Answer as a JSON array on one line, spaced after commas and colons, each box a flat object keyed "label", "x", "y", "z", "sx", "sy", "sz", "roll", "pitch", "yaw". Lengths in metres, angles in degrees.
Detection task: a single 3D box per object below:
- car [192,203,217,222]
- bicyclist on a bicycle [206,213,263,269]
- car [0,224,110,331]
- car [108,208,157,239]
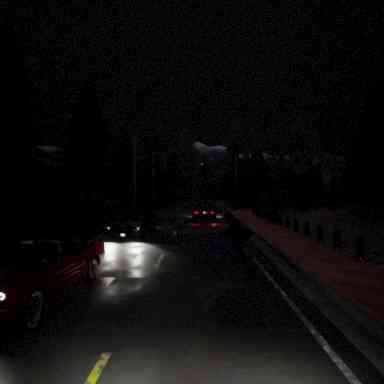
[{"label": "car", "x": 0.975, "y": 1.539, "z": 26.318, "sx": 2.033, "sy": 1.411, "sz": 5.357, "roll": 0, "pitch": 0, "yaw": 2}, {"label": "bicyclist on a bicycle", "x": 1.222, "y": 1.431, "z": 9.649, "sx": 1.656, "sy": 1.620, "sz": 0.582, "roll": 0, "pitch": 0, "yaw": 2}, {"label": "car", "x": -3.404, "y": 1.598, "z": 7.001, "sx": 1.895, "sy": 1.301, "sz": 4.718, "roll": 0, "pitch": 0, "yaw": 2}, {"label": "car", "x": -3.017, "y": 1.541, "z": 17.611, "sx": 2.033, "sy": 1.411, "sz": 5.357, "roll": 0, "pitch": 0, "yaw": 2}]
